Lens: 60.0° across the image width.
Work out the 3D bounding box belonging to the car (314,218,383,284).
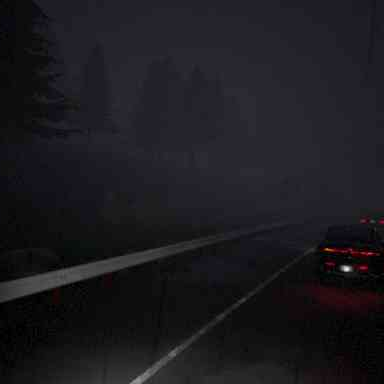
[{"bbox_3d":[5.189,1.788,10.728,1.837,1.490,4.892,1,-1,29],"label":"car"}]

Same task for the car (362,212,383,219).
[{"bbox_3d":[14.718,2.311,26.811,2.033,1.411,5.357,2,-1,32],"label":"car"}]
